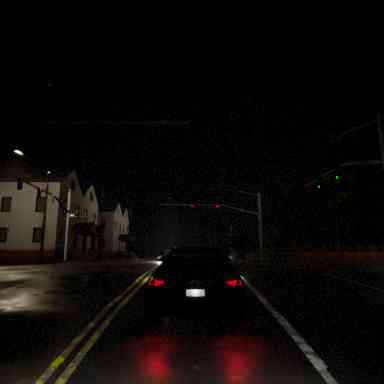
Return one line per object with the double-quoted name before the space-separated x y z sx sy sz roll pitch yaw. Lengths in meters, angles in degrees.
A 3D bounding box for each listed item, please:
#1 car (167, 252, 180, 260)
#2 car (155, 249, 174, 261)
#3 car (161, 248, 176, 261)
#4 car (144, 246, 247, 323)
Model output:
"car" -3.533 12.381 64.743 2.128 1.511 4.902 0 -11 0
"car" -3.586 8.366 43.933 2.128 1.511 4.902 0 -11 0
"car" -3.586 9.717 51.666 2.097 1.767 4.553 0 -11 0
"car" 0.073 1.984 7.895 1.994 1.385 4.181 0 -7 0
